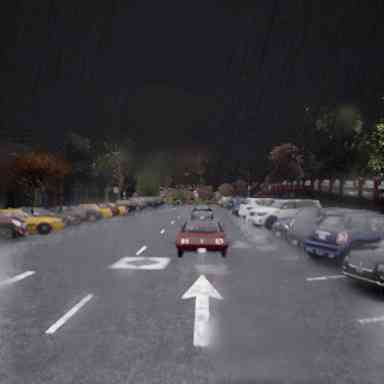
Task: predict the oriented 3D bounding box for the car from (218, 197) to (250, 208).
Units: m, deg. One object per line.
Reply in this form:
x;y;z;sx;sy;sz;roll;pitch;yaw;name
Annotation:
7.908;2.008;62.857;5.566;2.045;2.435;1;0;-18;car

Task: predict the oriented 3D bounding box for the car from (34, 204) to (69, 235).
-10.238;1.686;19.354;5.366;1.575;1.946;0;-1;-18;car

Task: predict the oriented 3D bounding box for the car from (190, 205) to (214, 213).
0.906;1.842;28.978;2.128;1.511;4.902;0;-1;2;car

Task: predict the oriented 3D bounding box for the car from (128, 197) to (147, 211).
-9.504;1.923;48.854;4.553;1.767;2.185;0;-1;-18;car

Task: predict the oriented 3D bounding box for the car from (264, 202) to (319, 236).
6.518;1.589;17.579;4.553;1.767;2.185;1;0;-18;car

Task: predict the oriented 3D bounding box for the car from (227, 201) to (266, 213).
7.320;2.072;44.742;4.792;1.488;2.163;1;0;-18;car

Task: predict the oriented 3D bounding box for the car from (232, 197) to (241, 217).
6.906;1.610;29.659;5.566;2.045;2.435;1;-1;-18;car

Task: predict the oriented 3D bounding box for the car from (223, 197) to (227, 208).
7.286;1.756;41.743;5.566;2.045;2.435;1;-1;-18;car

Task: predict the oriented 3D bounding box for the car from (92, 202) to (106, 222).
-10.126;1.797;28.153;5.008;1.535;2.097;0;-1;-18;car

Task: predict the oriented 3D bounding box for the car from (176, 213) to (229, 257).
0.423;1.766;13.795;1.895;1.301;4.718;0;-1;2;car

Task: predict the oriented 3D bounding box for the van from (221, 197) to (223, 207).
7.847;1.965;56.875;4.442;1.987;1.878;1;-1;-18;van

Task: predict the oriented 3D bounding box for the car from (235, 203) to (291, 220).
6.955;1.898;32.677;4.892;1.521;2.231;1;-1;-18;car

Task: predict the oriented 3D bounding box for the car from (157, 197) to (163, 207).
-8.984;1.973;63.665;5.566;2.045;2.435;0;-1;-18;car

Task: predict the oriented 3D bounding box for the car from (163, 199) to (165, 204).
-8.889;2.008;66.623;5.566;2.045;2.435;0;-1;-18;car

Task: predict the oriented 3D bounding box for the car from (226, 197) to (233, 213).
7.035;1.682;35.686;5.566;2.045;2.435;1;0;-18;car

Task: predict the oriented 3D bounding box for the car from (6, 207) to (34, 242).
-10.536;1.529;16.327;4.553;1.767;2.185;0;-1;-18;car

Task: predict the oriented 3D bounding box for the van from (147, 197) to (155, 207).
-9.305;1.929;57.696;4.442;1.987;1.878;0;0;-18;van

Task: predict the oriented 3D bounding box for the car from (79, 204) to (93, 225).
-10.247;1.791;25.189;4.792;1.488;2.163;0;0;-18;car

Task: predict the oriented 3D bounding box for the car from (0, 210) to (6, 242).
-10.603;1.619;13.375;4.892;1.521;2.231;0;-1;-18;car

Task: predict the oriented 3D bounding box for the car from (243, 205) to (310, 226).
6.748;1.853;26.616;4.792;1.488;2.163;1;0;-18;car

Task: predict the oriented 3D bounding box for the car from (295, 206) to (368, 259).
6.271;1.514;11.519;4.553;1.767;2.185;1;-1;-18;car

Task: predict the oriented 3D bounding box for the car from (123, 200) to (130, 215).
-10.019;1.903;36.967;5.366;1.575;1.946;0;0;-18;car

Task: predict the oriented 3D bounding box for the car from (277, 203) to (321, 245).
6.428;1.552;14.553;4.553;1.767;2.185;1;0;-18;car

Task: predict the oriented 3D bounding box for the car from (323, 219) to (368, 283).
6.210;1.605;8.504;4.892;1.521;2.231;1;0;-18;car

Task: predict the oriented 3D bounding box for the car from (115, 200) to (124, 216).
-9.941;1.869;34.079;5.008;1.535;2.097;0;0;-18;car

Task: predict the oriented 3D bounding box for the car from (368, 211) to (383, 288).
6.134;1.317;5.504;5.566;2.045;2.435;1;-1;-18;car

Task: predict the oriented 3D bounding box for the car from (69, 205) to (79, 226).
-10.319;1.727;22.241;4.892;1.521;2.231;0;-1;-18;car

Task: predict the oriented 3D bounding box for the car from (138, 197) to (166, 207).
-8.748;2.077;72.505;5.566;2.045;2.435;0;0;-18;car

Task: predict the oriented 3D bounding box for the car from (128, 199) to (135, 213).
-9.730;1.970;40.005;4.792;1.488;2.163;0;-1;-18;car

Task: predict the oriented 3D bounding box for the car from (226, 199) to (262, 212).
7.419;1.954;47.766;4.553;1.767;2.185;1;-1;-18;car

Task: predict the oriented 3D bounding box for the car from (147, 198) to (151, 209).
-9.379;2.085;51.825;4.892;1.521;2.231;0;-1;-18;car

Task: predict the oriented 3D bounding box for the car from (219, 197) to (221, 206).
7.865;2.099;59.857;4.553;1.767;2.185;1;0;-18;car

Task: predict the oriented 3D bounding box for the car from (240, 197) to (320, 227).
6.660;1.535;23.597;5.566;2.045;2.435;1;0;-18;car

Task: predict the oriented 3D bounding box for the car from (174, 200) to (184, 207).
-2.774;2.390;70.844;1.994;1.385;4.181;0;-1;2;car

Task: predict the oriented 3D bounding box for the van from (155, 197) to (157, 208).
-9.211;1.964;60.653;4.442;1.987;1.878;0;0;-18;van

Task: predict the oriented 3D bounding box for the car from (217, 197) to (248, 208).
8.046;2.045;65.914;5.566;2.045;2.435;1;-1;-18;car

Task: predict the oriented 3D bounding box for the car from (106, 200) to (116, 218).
-10.208;1.831;31.053;5.366;1.575;1.946;0;0;-18;car
